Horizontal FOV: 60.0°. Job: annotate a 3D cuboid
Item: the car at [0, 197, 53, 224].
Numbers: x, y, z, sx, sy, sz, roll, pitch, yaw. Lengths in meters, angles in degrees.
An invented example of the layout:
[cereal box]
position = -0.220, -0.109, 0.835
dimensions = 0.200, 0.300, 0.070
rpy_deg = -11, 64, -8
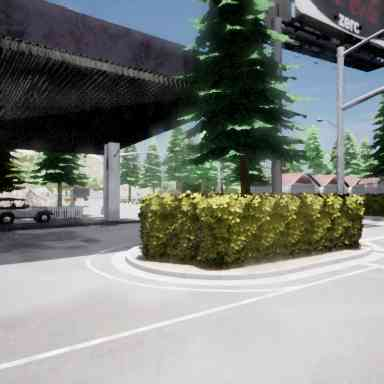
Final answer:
[car]
position = -12.000, 1.313, 23.459
dimensions = 3.866, 1.878, 1.905
rpy_deg = 0, 0, -36
